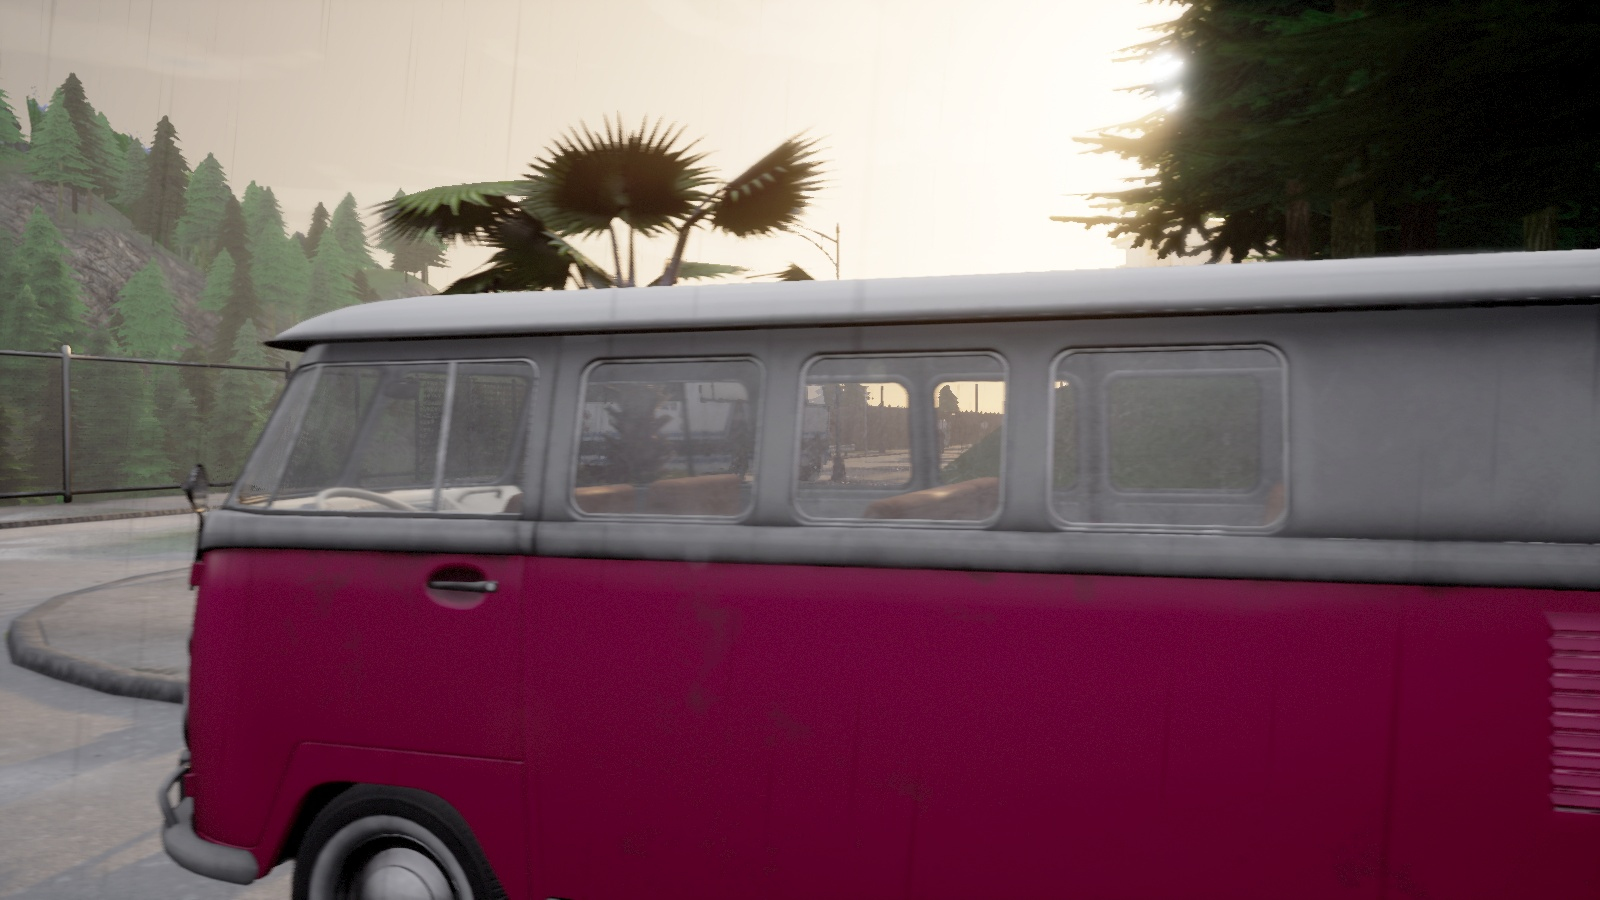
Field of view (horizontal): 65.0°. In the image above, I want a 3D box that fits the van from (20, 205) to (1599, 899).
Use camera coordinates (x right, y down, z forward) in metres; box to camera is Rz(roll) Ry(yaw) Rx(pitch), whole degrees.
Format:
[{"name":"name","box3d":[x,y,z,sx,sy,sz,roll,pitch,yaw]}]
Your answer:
[{"name":"van","box3d":[0.228,0.522,3.633,4.442,1.987,1.775,1,1,18]}]
